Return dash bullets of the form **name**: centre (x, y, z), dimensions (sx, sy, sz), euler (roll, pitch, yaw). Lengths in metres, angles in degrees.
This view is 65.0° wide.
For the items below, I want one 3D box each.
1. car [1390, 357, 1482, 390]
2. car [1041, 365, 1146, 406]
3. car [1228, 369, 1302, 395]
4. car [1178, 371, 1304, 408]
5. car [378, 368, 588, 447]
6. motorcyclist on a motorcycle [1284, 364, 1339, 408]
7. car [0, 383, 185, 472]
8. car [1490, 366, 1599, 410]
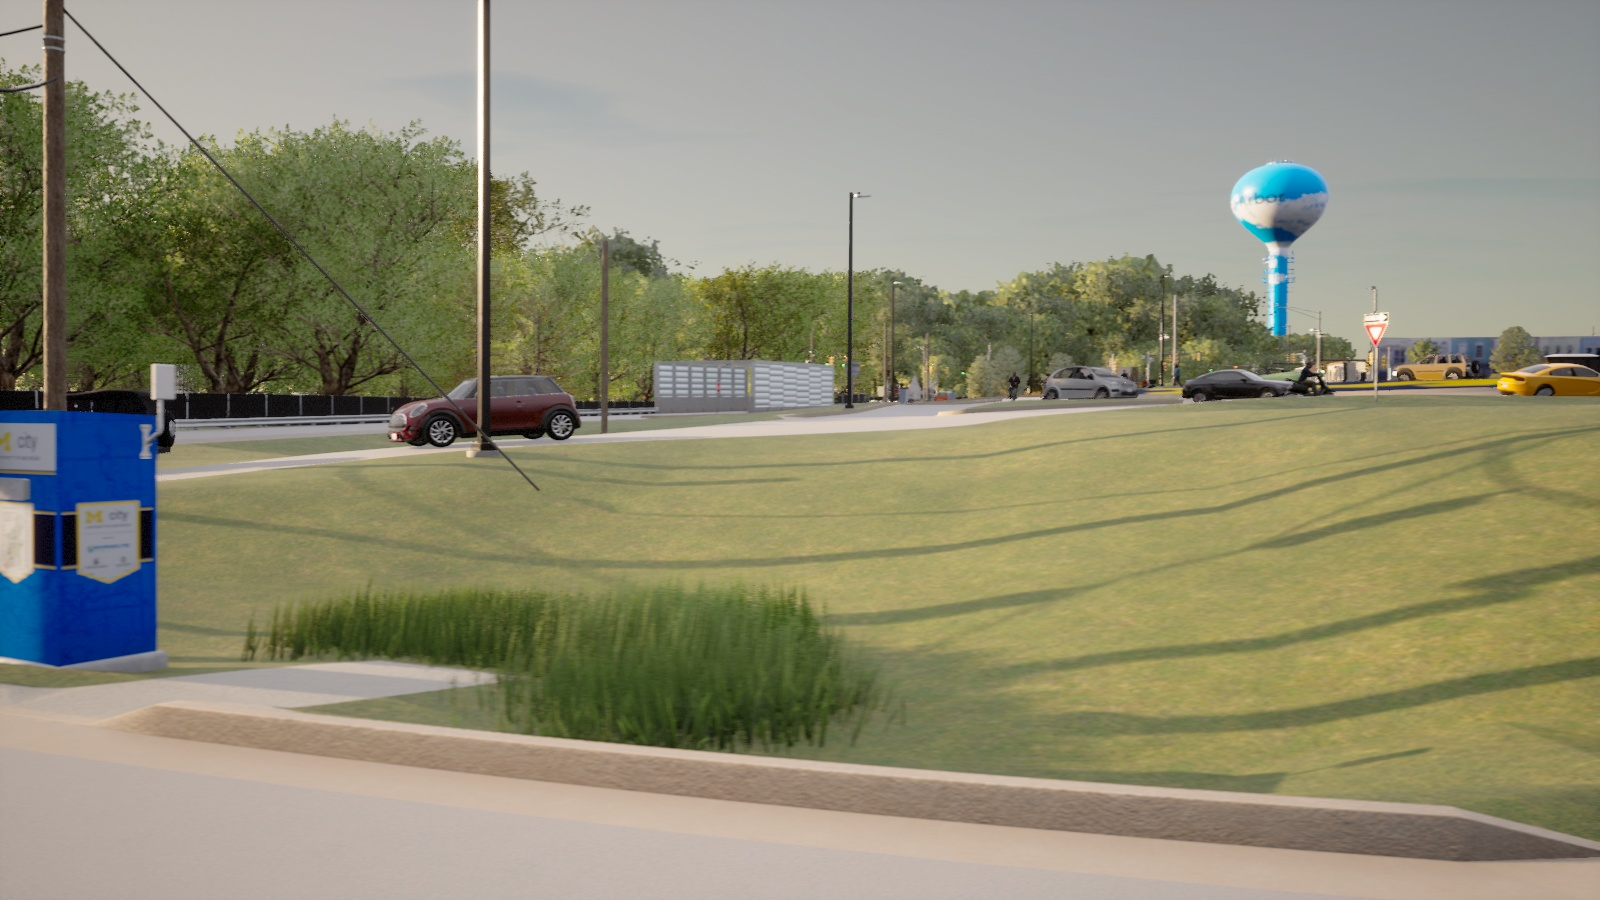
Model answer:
- **car**: centre (38.636, -4.625, 76.364), dimensions (1.932, 1.855, 4.605), euler (-2, 3, -42)
- **car**: centre (12.193, -2.651, 52.370), dimensions (1.851, 1.617, 3.988), euler (0, 1, -37)
- **car**: centre (31.511, -4.591, 85.173), dimensions (4.514, 1.525, 2.007), euler (-1, 1, 15)
- **car**: centre (18.509, -2.517, 52.813), dimensions (4.674, 1.442, 1.812), euler (2, 5, 40)
- **car**: centre (-7.850, -1.093, 31.262), dimensions (4.553, 1.767, 2.097), euler (-4, 3, -33)
- **motorcyclist on a motorcycle**: centre (19.278, -2.409, 47.355), dimensions (1.817, 1.590, 0.866), euler (1, 0, 18)
- **car**: centre (-16.033, -0.511, 27.936), dimensions (3.866, 1.878, 1.905), euler (-1, 2, -14)
- **car**: centre (30.286, -2.439, 49.525), dimensions (5.008, 1.535, 1.882), euler (1, 8, -1)
